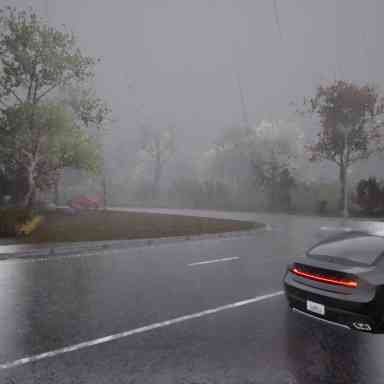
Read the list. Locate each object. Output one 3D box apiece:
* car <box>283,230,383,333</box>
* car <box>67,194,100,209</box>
[{"bbox_3d":[3.841,1.505,6.458,4.892,1.490,1.837,0,0,-36],"label":"car"},{"bbox_3d":[-15.351,1.367,47.036,5.566,2.045,2.150,-1,-1,39],"label":"car"}]
